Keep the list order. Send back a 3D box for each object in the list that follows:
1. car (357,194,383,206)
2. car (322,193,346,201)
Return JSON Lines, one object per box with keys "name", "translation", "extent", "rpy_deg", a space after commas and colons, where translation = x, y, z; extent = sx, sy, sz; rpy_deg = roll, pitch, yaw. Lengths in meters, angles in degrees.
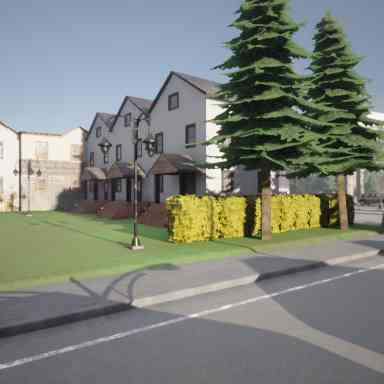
{"name": "car", "translation": [26.957, 1.097, 49.072], "extent": [1.932, 1.855, 4.605], "rpy_deg": [0, 0, -36]}
{"name": "car", "translation": [31.817, 1.097, 74.527], "extent": [1.932, 1.855, 4.605], "rpy_deg": [0, 0, -36]}
